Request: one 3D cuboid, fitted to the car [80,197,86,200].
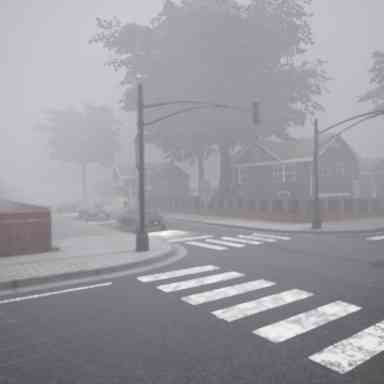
[{"bbox_3d":[-16.662,1.610,48.995,2.097,1.767,4.553,-1,0,-28],"label":"car"}]

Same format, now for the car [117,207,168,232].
[{"bbox_3d":[-3.209,1.657,21.073,1.994,1.385,4.181,-1,0,-34],"label":"car"}]

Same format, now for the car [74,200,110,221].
[{"bbox_3d":[-8.788,1.690,29.708,1.812,1.442,4.674,-1,0,-32],"label":"car"}]

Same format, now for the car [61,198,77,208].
[{"bbox_3d":[-21.357,1.875,57.798,2.033,1.411,5.357,-1,0,-26],"label":"car"}]

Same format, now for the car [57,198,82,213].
[{"bbox_3d":[-15.144,1.809,40.375,1.994,1.385,4.181,-1,0,-29],"label":"car"}]
